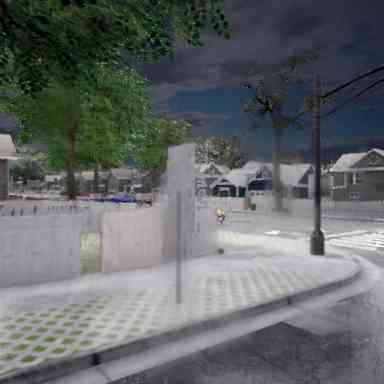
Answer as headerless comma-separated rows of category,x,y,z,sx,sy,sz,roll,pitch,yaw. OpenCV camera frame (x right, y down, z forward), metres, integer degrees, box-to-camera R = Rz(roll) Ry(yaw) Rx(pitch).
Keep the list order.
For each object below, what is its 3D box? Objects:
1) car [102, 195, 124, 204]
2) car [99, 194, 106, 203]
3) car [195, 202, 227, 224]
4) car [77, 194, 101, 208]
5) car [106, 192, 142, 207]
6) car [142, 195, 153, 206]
car,-13.855,1.236,57.833,1.837,1.490,4.892,1,0,-38
car,-16.399,1.050,55.812,2.097,1.767,4.553,1,0,-38
car,0.334,1.448,23.579,1.882,1.535,5.008,1,0,-38
car,-13.532,1.313,41.433,1.837,1.490,4.892,1,0,-38
car,-9.790,1.063,47.405,2.150,2.045,5.566,1,0,-38
car,-7.819,1.214,50.165,2.097,1.767,4.553,1,0,-39
